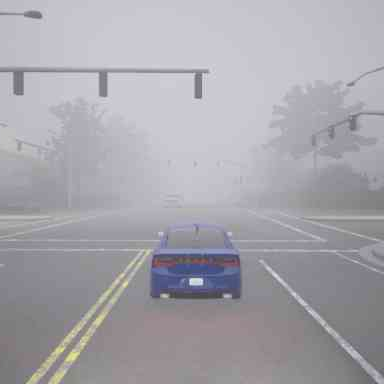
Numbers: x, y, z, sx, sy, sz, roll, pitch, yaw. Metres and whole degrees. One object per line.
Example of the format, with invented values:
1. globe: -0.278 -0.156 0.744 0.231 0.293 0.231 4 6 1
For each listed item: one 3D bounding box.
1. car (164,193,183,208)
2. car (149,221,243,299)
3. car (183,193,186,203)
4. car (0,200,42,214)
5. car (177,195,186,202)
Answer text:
1. car: -2.804 1.221 48.201 2.150 2.045 5.566 0 0 0
2. car: 0.086 1.478 8.515 1.882 1.535 5.008 0 0 0
3. car: -2.544 1.224 68.460 2.150 2.045 5.566 0 0 1
4. car: -18.186 1.564 35.208 4.181 1.385 1.994 0 0 1
5. car: -2.447 1.524 78.892 1.812 1.442 4.674 0 0 0
